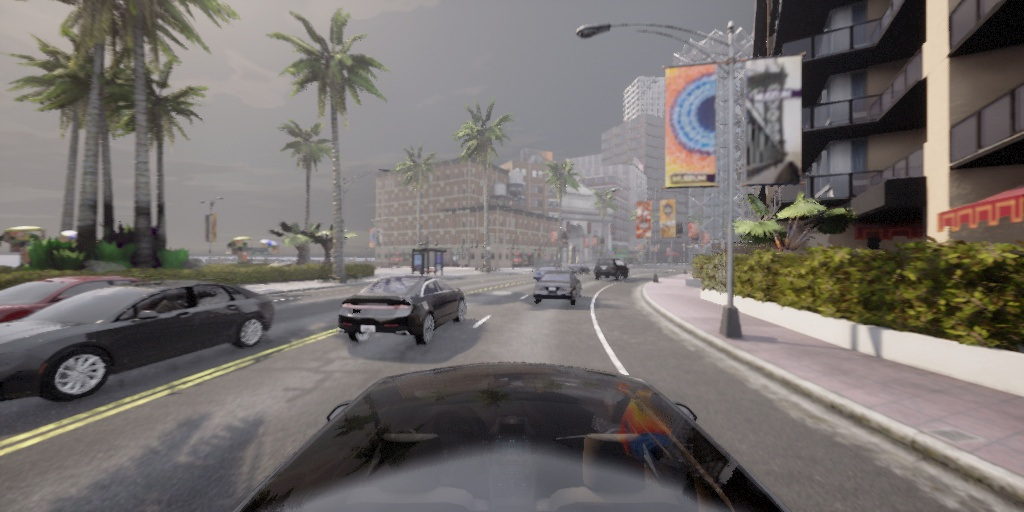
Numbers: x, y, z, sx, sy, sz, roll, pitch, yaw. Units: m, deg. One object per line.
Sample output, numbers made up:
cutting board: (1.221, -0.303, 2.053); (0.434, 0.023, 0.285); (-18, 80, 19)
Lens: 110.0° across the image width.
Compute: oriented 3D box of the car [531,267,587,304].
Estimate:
car: (2.284, 1.417, 17.148); (2.033, 1.411, 5.357); (0, 0, 14)

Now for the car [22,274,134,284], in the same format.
car: (-10.035, 1.202, 8.119); (1.882, 1.535, 5.008); (0, 0, 6)

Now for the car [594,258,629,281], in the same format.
car: (9.718, 1.260, 34.772); (2.150, 2.045, 5.566); (0, -1, 31)

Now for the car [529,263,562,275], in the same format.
car: (4.453, 1.630, 46.580); (2.033, 1.411, 5.357); (0, 0, 33)

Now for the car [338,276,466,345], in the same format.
car: (-2.613, 1.277, 9.677); (2.128, 1.511, 4.902); (0, 0, 7)

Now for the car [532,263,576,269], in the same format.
car: (3.505, 1.516, 30.589); (2.033, 1.411, 5.357); (0, 0, 26)

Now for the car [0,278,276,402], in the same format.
car: (-6.683, 1.241, 6.496); (1.837, 1.490, 4.892); (0, 0, 6)

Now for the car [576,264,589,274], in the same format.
car: (8.361, 1.670, 46.170); (1.994, 1.385, 4.181); (0, 0, 33)
